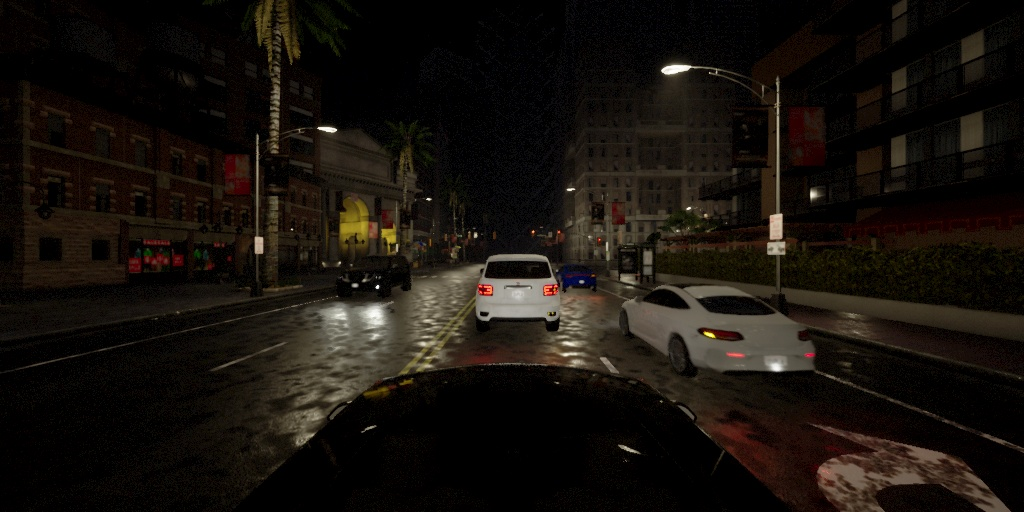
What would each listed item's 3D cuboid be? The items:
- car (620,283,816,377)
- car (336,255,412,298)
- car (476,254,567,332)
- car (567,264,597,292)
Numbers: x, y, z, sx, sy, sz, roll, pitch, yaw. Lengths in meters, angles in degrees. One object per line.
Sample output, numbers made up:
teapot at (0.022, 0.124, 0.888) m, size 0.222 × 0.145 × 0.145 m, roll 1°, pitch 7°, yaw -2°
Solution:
car at (3.650, 1.275, 7.263) m, size 1.812 × 1.442 × 4.674 m, roll 0°, pitch 0°, yaw 0°
car at (-6.920, 0.976, 18.658) m, size 2.150 × 2.045 × 5.566 m, roll 0°, pitch 0°, yaw 1°
car at (0.157, 0.972, 11.063) m, size 2.150 × 2.045 × 5.566 m, roll 0°, pitch 0°, yaw 0°
car at (3.719, 1.228, 21.522) m, size 1.882 × 1.535 × 5.008 m, roll 0°, pitch 0°, yaw 0°
